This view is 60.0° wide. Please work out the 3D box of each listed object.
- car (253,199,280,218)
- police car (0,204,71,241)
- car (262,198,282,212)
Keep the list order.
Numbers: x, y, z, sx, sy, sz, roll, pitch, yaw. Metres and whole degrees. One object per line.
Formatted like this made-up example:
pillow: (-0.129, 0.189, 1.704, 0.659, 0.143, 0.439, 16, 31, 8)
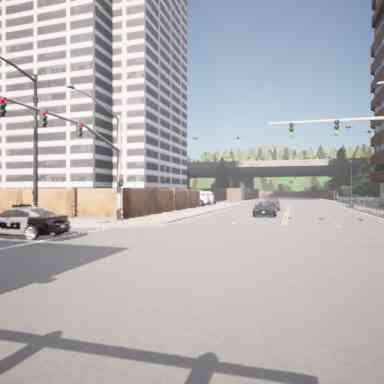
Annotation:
car: (6.762, 1.564, 30.614, 1.994, 1.385, 4.181, 0, 0, 17)
police car: (-8.552, 1.425, 16.483, 5.238, 1.638, 1.930, 0, 0, 17)
car: (9.803, 1.547, 40.635, 2.033, 1.411, 5.357, 0, 0, 17)
